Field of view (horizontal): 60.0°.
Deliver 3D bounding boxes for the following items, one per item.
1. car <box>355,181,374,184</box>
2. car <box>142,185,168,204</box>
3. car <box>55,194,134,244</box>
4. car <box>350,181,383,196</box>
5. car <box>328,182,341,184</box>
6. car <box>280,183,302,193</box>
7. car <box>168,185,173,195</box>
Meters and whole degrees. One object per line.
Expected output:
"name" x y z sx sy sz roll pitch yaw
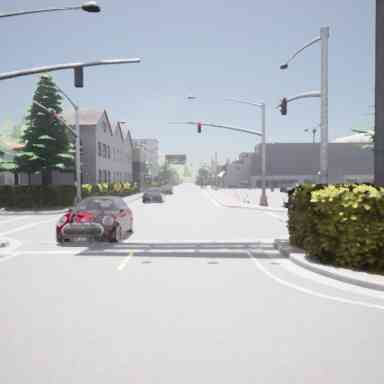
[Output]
"car" 18.923 -0.189 34.309 1.905 1.878 3.866 -1 2 -1
"car" -3.792 0.328 32.978 1.837 1.490 4.892 -1 2 0
"car" -3.685 0.992 13.310 2.097 1.767 4.553 -1 0 0
"car" 22.146 -0.478 42.198 1.932 1.855 4.605 -1 2 -1
"car" 25.144 -1.061 59.597 2.152 1.636 5.027 -1 2 -1
"car" 15.126 -0.554 52.156 2.007 1.523 4.514 -1 2 -1
"car" -3.876 -0.314 50.540 1.882 1.535 5.008 -1 2 0
